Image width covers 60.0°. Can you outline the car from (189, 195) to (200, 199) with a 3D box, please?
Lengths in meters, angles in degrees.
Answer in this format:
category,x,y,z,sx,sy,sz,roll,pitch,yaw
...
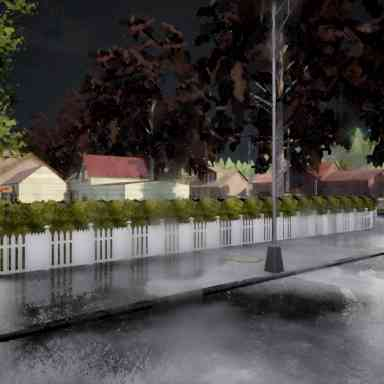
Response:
category,x,y,z,sx,sy,sz,roll,pitch,yaw
car,0.605,1.525,46.428,1.812,1.442,4.674,0,0,-35

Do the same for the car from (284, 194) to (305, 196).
category,x,y,z,sx,sy,sz,roll,pitch,yaw
car,10.485,1.223,32.566,2.150,2.045,5.566,0,0,-36
